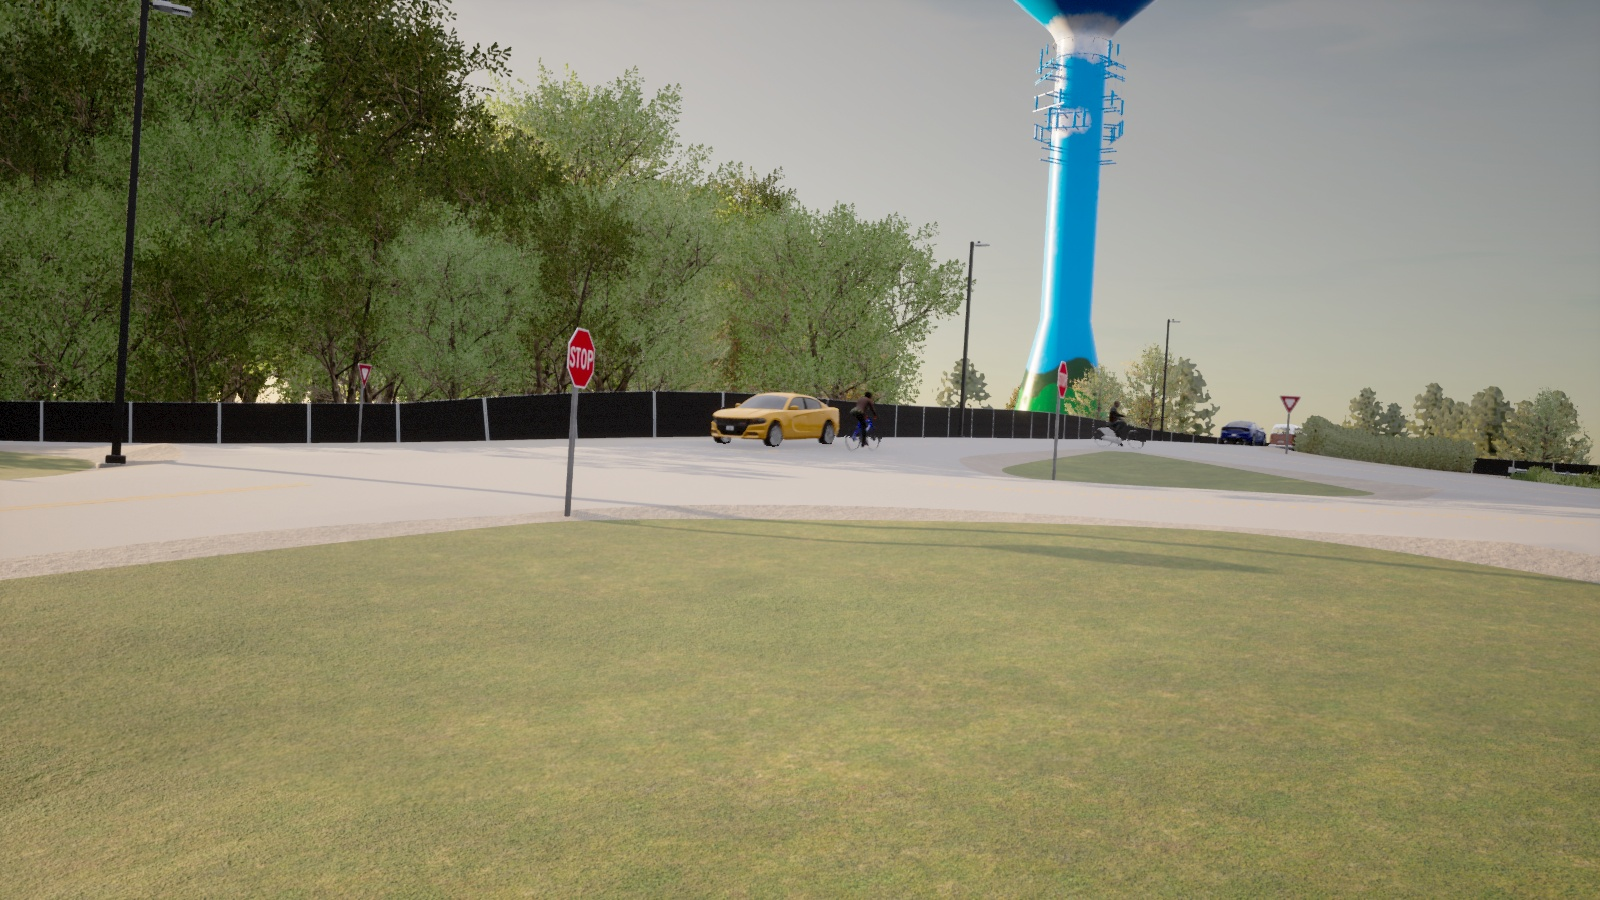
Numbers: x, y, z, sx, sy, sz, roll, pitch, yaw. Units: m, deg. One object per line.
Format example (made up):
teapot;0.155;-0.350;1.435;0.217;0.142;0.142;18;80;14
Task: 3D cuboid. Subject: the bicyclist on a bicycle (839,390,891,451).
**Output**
bicyclist on a bicycle;1.775;-0.798;34.132;0.582;1.620;1.656;2;2;37

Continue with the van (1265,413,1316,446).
van;34.673;-1.434;88.674;2.069;2.038;4.480;2;-1;38

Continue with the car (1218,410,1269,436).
car;27.414;-1.635;77.563;1.882;1.535;5.008;2;2;32

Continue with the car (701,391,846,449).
car;-0.670;-0.912;36.404;1.882;1.535;5.008;2;3;30

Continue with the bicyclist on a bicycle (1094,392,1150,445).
bicyclist on a bicycle;11.761;-1.170;45.898;1.843;1.776;0.659;4;11;24
